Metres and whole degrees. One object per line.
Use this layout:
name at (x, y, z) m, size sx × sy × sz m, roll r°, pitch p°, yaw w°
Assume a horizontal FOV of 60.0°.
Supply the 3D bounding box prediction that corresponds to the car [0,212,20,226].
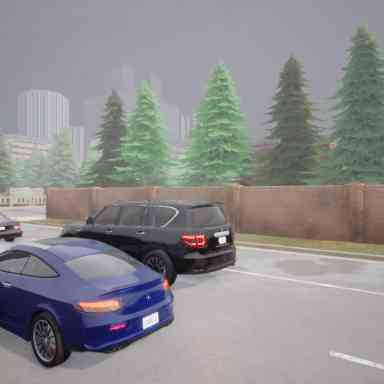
car at (-9.760, 1.547, 15.263) m, size 5.357 × 1.411 × 2.033 m, roll 0°, pitch 0°, yaw 39°

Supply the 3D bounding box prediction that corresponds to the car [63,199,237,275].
car at (-1.463, 1.221, 9.348) m, size 5.566 × 2.045 × 2.150 m, roll 0°, pitch 0°, yaw 36°

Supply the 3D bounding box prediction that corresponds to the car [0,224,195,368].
car at (-2.415, 1.526, 5.731) m, size 4.674 × 1.442 × 1.812 m, roll 0°, pitch 0°, yaw 36°
